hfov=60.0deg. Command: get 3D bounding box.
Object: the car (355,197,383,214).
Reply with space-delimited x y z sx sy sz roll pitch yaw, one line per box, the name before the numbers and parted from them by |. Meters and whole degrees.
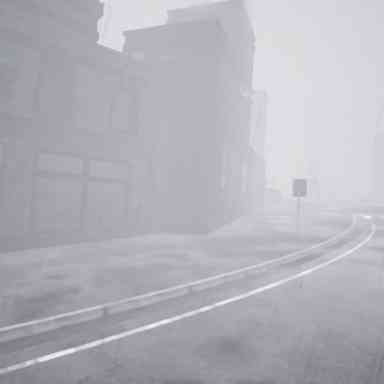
car | 16.683 1.219 31.216 1.812 1.442 4.674 3 2 12
